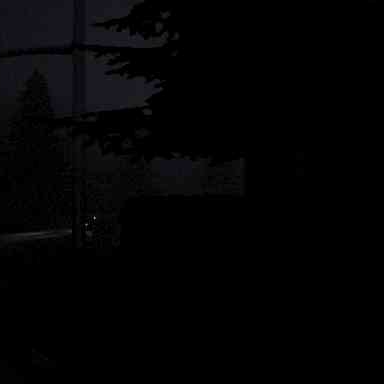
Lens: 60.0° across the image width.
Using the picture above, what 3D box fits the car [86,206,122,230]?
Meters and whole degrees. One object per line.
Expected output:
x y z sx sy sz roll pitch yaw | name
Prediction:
-4.935 1.586 21.338 1.895 1.301 4.718 0 0 36 | car
